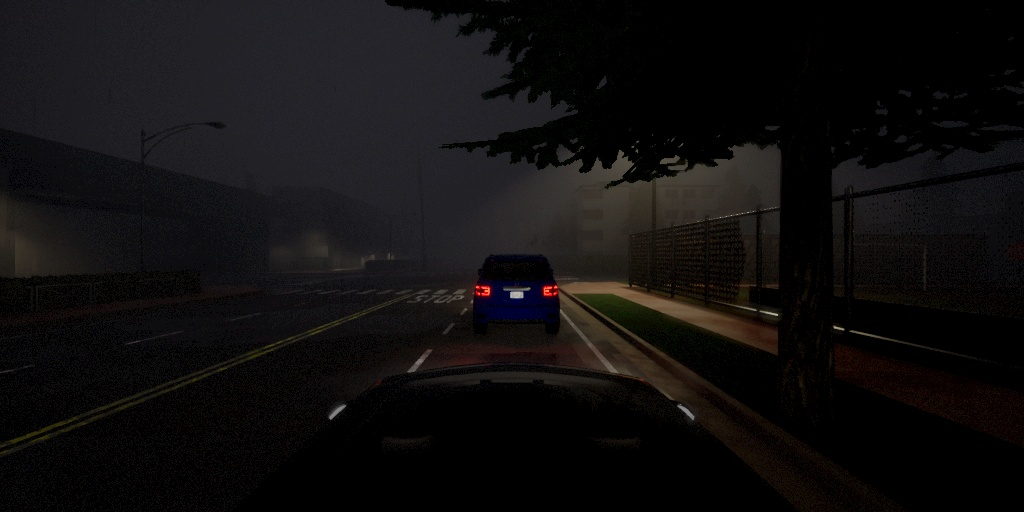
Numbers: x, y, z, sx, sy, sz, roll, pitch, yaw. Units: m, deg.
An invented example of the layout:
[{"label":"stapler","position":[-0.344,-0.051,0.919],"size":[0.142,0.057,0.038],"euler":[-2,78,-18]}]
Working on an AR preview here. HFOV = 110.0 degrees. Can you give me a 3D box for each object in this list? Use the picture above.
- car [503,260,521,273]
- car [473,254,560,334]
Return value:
[{"label":"car","position":[0.015,1.241,45.649],"size":[2.128,1.511,4.902],"euler":[0,0,0]},{"label":"car","position":[0.113,0.972,10.780],"size":[2.150,2.045,5.566],"euler":[0,0,0]}]
